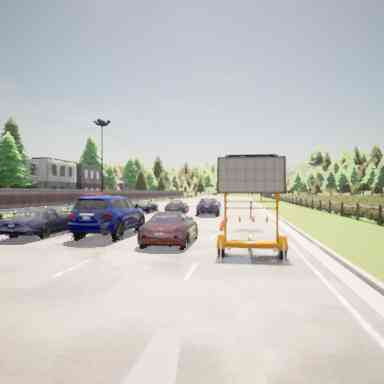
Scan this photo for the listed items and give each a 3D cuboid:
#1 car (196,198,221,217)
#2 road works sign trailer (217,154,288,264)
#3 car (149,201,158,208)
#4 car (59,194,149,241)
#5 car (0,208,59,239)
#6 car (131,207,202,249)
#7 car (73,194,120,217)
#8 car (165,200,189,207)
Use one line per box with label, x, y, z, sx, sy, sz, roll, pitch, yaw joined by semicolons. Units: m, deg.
car;1.665;1.336;31.853;2.097;1.767;4.553;0;0;9
road works sign trailer;2.120;0.458;11.970;2.380;3.560;2.880;0;0;9
car;-4.931;1.581;35.073;1.895;1.301;4.718;0;0;9
car;-4.118;1.212;16.886;2.150;2.045;5.566;0;0;9
car;-7.607;1.537;17.239;2.033;1.411;5.357;0;0;9
car;-0.931;1.556;14.561;1.994;1.385;4.181;0;0;9
car;-8.969;1.200;31.736;2.150;2.045;5.566;0;0;9
car;-1.522;1.545;34.192;1.994;1.385;4.181;0;0;9
